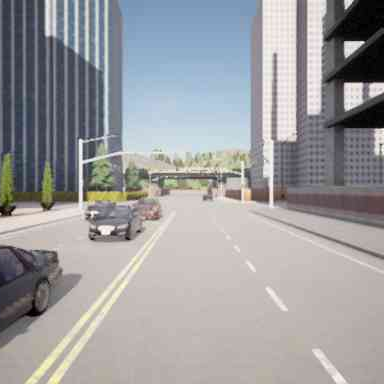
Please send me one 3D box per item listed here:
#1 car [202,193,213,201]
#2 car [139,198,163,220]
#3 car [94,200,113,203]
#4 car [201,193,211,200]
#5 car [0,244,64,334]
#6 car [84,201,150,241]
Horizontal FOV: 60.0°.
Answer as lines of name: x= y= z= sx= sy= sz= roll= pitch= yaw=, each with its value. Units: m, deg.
car: x=3.443 y=1.171 z=71.270 sx=1.837 sy=1.490 sz=4.892 roll=0 pitch=0 yaw=0
car: x=-3.520 y=1.295 z=26.435 sx=2.097 sy=1.767 sz=4.553 roll=0 pitch=0 yaw=0
car: x=-7.020 y=1.409 z=26.403 sx=2.128 sy=1.511 sz=4.902 roll=0 pitch=0 yaw=0
car: x=3.435 y=1.083 z=81.315 sx=2.128 sy=1.511 sz=4.902 roll=0 pitch=0 yaw=0
car: x=-3.601 y=1.527 z=4.709 sx=2.033 sy=1.411 sz=5.357 roll=0 pitch=0 yaw=0
car: x=-3.590 y=1.418 z=16.281 sx=2.128 sy=1.511 sz=4.902 roll=0 pitch=0 yaw=0
